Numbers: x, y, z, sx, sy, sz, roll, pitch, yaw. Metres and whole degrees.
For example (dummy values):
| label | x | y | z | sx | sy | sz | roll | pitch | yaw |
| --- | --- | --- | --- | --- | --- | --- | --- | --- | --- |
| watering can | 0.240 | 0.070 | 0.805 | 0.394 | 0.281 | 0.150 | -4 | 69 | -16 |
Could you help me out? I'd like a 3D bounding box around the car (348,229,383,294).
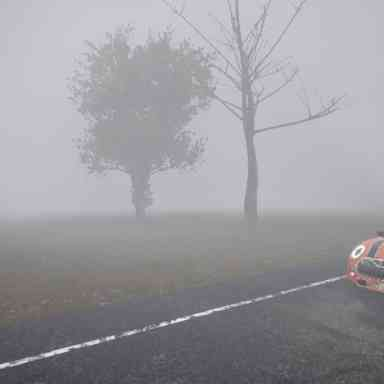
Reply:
| label | x | y | z | sx | sy | sz | roll | pitch | yaw |
| --- | --- | --- | --- | --- | --- | --- | --- | --- | --- |
| car | 5.771 | 1.352 | 7.980 | 4.553 | 1.767 | 2.097 | 0 | 0 | -35 |
